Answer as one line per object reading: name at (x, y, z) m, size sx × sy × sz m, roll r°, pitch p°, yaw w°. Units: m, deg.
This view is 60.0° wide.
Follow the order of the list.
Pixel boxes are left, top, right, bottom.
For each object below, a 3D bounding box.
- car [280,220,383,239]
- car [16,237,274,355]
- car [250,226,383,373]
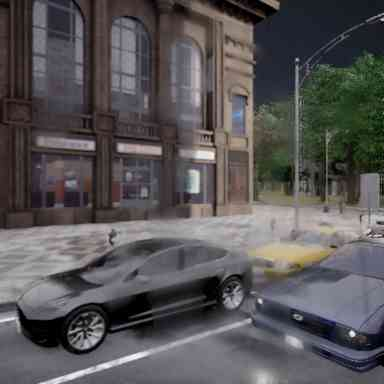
car at (3.533, 1.539, 9.171) m, size 4.829 × 1.417 × 1.752 m, roll 0°, pitch 0°, yaw -36°
car at (-0.755, 1.570, 6.112) m, size 4.313 × 1.339 × 1.947 m, roll 0°, pitch 0°, yaw -36°
car at (3.494, 1.558, 5.847) m, size 5.357 × 1.411 × 2.033 m, roll 0°, pitch 0°, yaw -35°
